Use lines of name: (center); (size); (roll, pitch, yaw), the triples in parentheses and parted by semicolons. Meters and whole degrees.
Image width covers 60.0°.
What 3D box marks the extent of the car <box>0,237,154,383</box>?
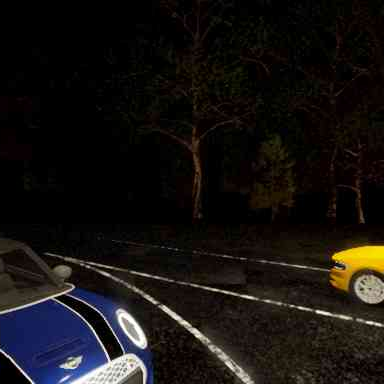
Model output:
car: (-2.582, 1.337, 3.726); (4.553, 1.767, 2.097); (1, 0, 35)

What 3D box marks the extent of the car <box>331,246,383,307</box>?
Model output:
car: (5.312, 1.495, 6.275); (5.008, 1.535, 1.882); (0, 0, 36)
